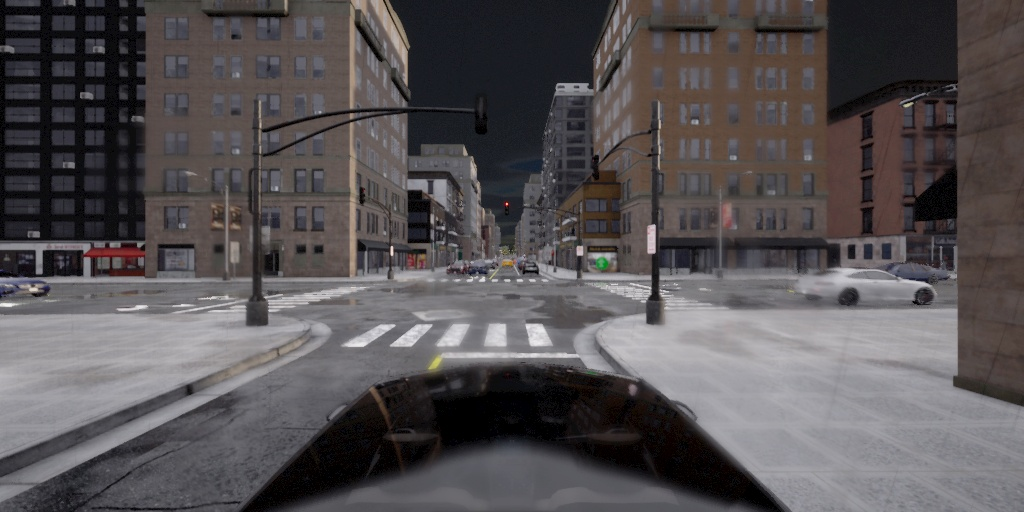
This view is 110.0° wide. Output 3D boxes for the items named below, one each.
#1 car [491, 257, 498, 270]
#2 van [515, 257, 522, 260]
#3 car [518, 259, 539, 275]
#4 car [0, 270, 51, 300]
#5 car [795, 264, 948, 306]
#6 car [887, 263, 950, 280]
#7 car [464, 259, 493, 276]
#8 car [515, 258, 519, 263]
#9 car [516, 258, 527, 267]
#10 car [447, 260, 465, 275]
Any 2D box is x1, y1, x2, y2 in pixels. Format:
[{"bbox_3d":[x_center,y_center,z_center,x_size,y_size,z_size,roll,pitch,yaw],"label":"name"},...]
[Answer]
[{"bbox_3d":[-3.571,1.336,54.557,1.812,1.442,4.674,0,0,0],"label":"car"},{"bbox_3d":[1.846,1.165,61.803,1.690,1.789,3.998,0,0,0],"label":"van"},{"bbox_3d":[2.010,1.350,39.760,1.948,1.339,4.313,0,0,0],"label":"car"},{"bbox_3d":[-25.287,1.364,17.192,4.674,1.442,1.812,0,0,-1],"label":"car"},{"bbox_3d":[14.159,1.202,14.544,4.674,1.442,1.812,0,0,0],"label":"car"},{"bbox_3d":[26.467,1.189,24.543,5.357,1.411,2.033,0,0,-1],"label":"car"},{"bbox_3d":[-3.463,1.330,38.090,2.033,1.411,5.357,0,0,0],"label":"car"},{"bbox_3d":[1.887,1.379,56.293,1.948,1.339,4.313,0,0,0],"label":"car"},{"bbox_3d":[1.928,1.384,50.782,1.802,1.307,4.207,0,0,0],"label":"car"},{"bbox_3d":[-6.015,1.224,39.701,1.967,1.591,4.097,0,0,0],"label":"car"}]
